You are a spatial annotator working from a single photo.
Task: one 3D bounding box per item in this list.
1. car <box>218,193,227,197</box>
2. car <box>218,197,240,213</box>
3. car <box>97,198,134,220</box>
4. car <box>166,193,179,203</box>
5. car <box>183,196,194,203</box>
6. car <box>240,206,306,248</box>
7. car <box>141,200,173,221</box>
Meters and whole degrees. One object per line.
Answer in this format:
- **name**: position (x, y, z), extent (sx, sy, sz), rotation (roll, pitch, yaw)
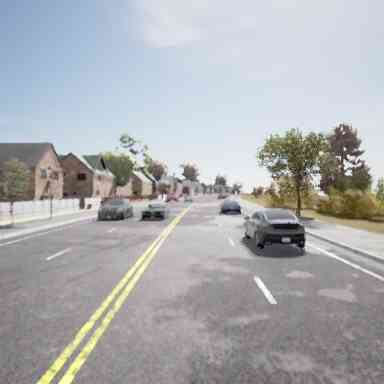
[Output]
- **car**: position (8.226, 1.311, 94.073), extent (2.033, 1.649, 4.856), rotation (0, 0, 6)
- **car**: position (4.099, 1.524, 35.622), extent (1.994, 1.385, 4.181), rotation (0, 0, 2)
- **car**: position (-6.149, 1.318, 27.165), extent (2.097, 1.767, 4.553), rotation (0, 0, 2)
- **car**: position (-3.891, 1.143, 68.313), extent (2.150, 2.045, 5.566), rotation (0, 0, 4)
- **car**: position (-0.652, 1.456, 68.049), extent (2.033, 1.411, 5.357), rotation (0, 0, 4)
- **car**: position (3.494, 1.492, 14.599), extent (1.837, 1.490, 4.892), rotation (0, 0, 1)
- **car**: position (-2.904, 1.569, 27.196), extent (1.895, 1.301, 4.718), rotation (0, 0, 2)
